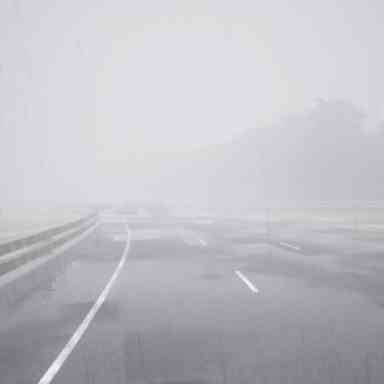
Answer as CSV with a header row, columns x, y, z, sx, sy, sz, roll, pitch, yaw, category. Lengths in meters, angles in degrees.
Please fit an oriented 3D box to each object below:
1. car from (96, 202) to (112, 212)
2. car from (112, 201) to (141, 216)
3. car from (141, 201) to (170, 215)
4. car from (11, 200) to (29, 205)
x,y,z,sx,sy,sz,roll,pitch,yaw,category
-13.241,2.176,50.126,1.812,1.442,4.674,0,-1,-30,car
-7.662,2.042,38.765,1.994,1.385,4.181,0,-1,-22,car
-4.263,2.054,39.712,1.895,1.301,4.718,0,-1,-22,car
-44.222,2.702,84.238,4.902,1.511,2.128,-1,-1,34,car
